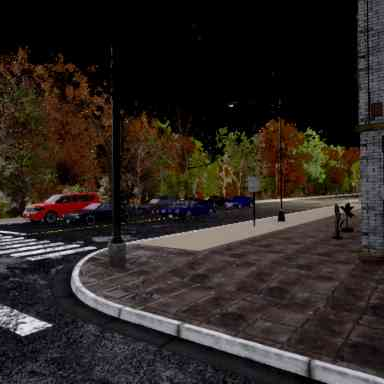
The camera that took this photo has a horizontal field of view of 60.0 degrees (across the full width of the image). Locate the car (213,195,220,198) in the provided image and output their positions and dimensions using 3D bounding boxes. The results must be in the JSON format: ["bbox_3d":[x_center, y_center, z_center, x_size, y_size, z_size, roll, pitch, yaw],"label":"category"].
[{"bbox_3d":[2.746,1.205,40.226,1.837,1.490,4.892,-1,0,37],"label":"car"}]

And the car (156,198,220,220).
[{"bbox_3d":[-0.174,1.355,24.958,1.895,1.301,4.718,-1,0,36],"label":"car"}]

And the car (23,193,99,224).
[{"bbox_3d":[-9.146,1.127,24.066,2.150,2.045,5.566,-1,0,36],"label":"car"}]

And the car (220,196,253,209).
[{"bbox_3d":[5.479,1.180,38.464,1.812,1.442,4.674,-1,0,36],"label":"car"}]

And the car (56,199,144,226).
[{"bbox_3d":[-6.105,1.402,22.711,2.033,1.411,5.357,-1,0,36],"label":"car"}]

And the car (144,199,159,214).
[{"bbox_3d":[-3.069,1.348,32.322,2.033,1.411,5.357,-1,0,37],"label":"car"}]

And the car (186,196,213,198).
[{"bbox_3d":[-0.389,1.261,30.490,1.837,1.490,4.892,-1,0,36],"label":"car"}]
